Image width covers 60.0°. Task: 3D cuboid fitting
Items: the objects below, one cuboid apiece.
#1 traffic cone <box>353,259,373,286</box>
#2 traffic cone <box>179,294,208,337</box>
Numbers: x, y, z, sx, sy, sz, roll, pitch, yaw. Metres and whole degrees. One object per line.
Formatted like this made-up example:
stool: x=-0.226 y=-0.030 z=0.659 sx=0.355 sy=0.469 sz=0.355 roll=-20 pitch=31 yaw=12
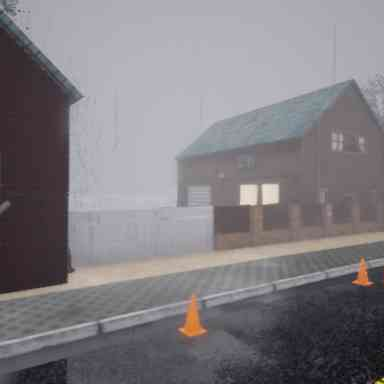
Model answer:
traffic cone: x=4.206 y=1.951 z=8.192 sx=0.340 sy=0.580 sz=0.340 roll=0 pitch=0 yaw=-33
traffic cone: x=0.019 y=1.950 z=5.367 sx=0.340 sy=0.580 sz=0.340 roll=0 pitch=0 yaw=-35
